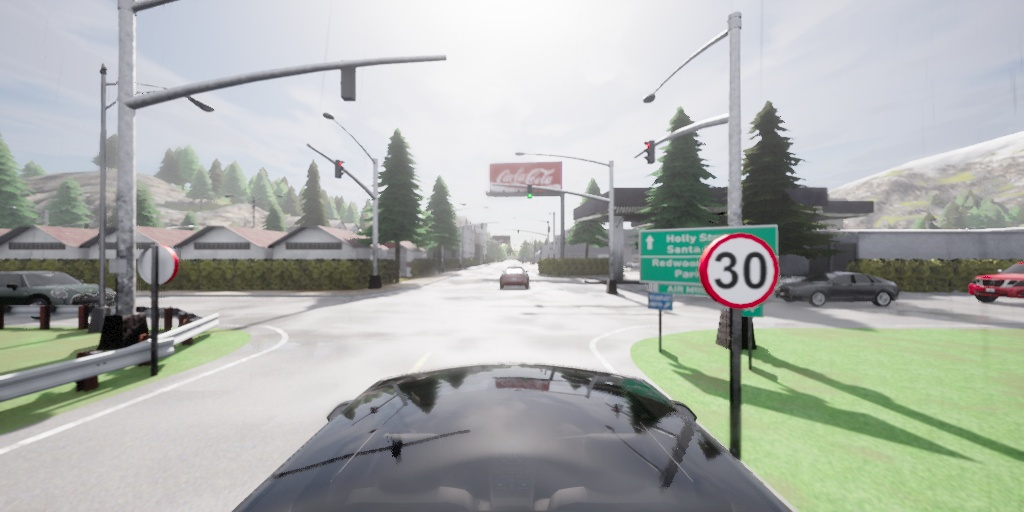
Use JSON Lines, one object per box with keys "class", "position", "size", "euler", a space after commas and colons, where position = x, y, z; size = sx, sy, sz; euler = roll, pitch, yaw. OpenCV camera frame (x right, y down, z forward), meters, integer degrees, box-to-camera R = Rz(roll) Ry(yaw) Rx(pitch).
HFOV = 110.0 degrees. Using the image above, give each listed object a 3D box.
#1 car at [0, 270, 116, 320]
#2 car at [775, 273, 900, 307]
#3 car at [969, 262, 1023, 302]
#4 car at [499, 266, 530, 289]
{"class": "car", "position": [-18.008, 1.364, 13.611], "size": [4.553, 1.767, 2.097], "euler": [0, 0, 1]}
{"class": "car", "position": [15.187, 1.537, 16.898], "size": [4.892, 1.490, 1.837], "euler": [0, 0, 1]}
{"class": "car", "position": [25.157, 1.254, 16.777], "size": [5.566, 2.045, 2.150], "euler": [0, 0, 0]}
{"class": "car", "position": [0.217, 1.452, 24.896], "size": [1.994, 1.385, 4.181], "euler": [0, 0, 3]}
